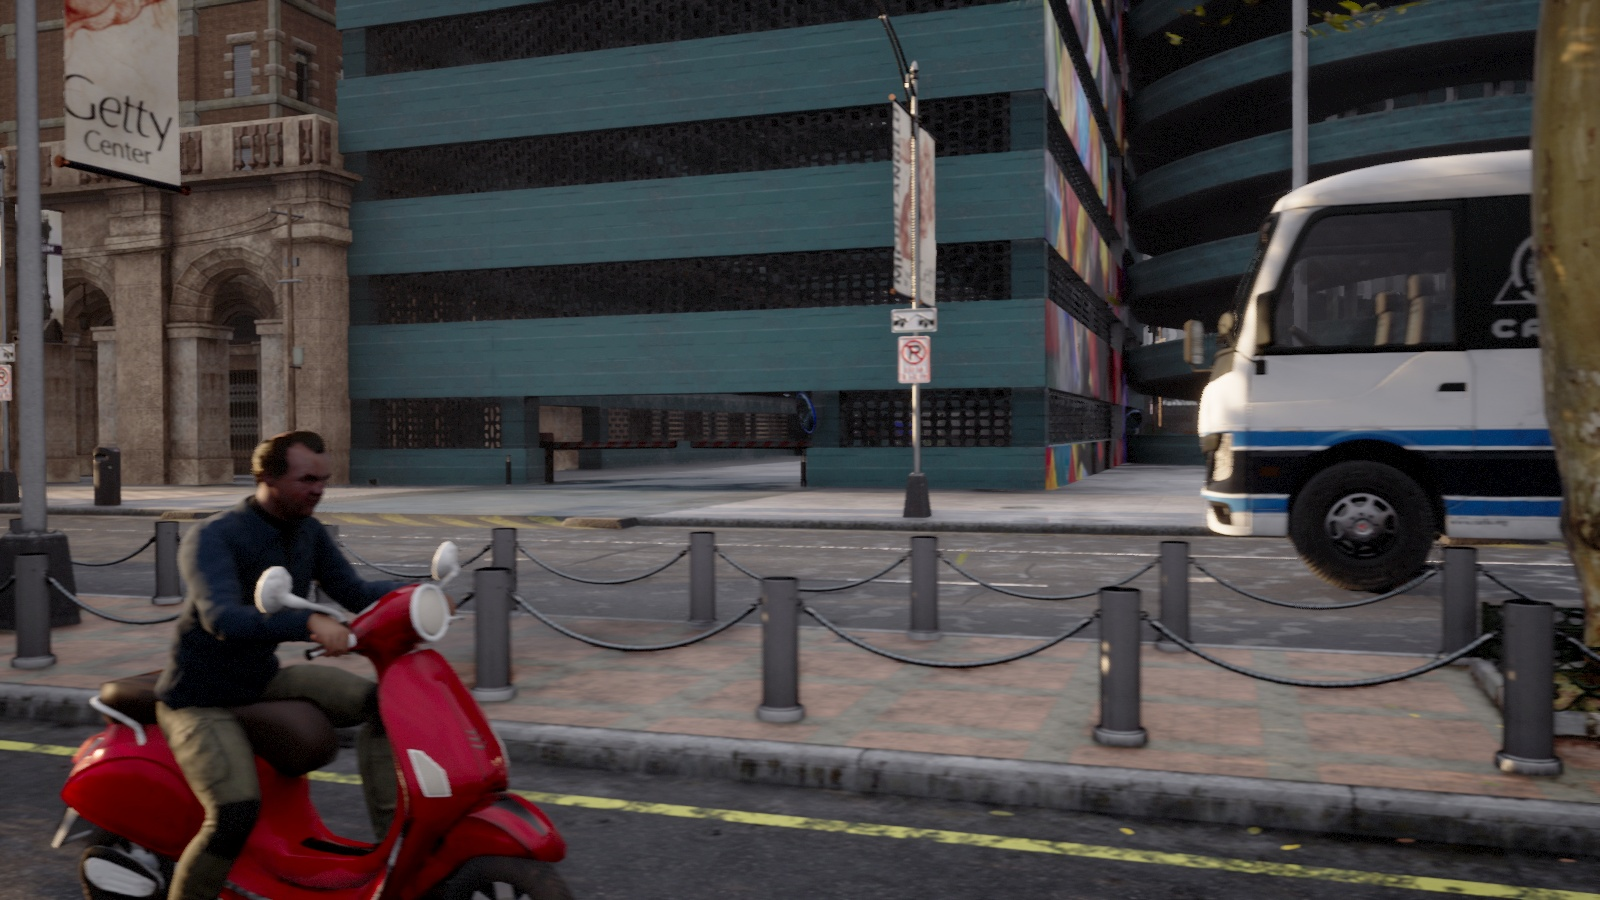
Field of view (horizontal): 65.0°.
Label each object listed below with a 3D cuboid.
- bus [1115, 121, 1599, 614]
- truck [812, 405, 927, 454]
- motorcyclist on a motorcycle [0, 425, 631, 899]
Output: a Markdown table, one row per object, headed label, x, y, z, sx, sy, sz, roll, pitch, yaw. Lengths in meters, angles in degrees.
| label | x | y | z | sx | sy | sz | roll | pitch | yaw |
| --- | --- | --- | --- | --- | --- | --- | --- | --- | --- |
| bus | 8.547 | -0.728 | 12.383 | 10.273 | 4.253 | 3.944 | 0 | 1 | 18 |
| truck | 5.096 | -1.521 | 91.895 | 7.936 | 3.462 | 2.891 | 0 | 1 | 18 |
| motorcyclist on a motorcycle | -1.514 | 0.726 | 3.702 | 1.817 | 1.590 | 0.866 | 0 | 1 | 19 |
